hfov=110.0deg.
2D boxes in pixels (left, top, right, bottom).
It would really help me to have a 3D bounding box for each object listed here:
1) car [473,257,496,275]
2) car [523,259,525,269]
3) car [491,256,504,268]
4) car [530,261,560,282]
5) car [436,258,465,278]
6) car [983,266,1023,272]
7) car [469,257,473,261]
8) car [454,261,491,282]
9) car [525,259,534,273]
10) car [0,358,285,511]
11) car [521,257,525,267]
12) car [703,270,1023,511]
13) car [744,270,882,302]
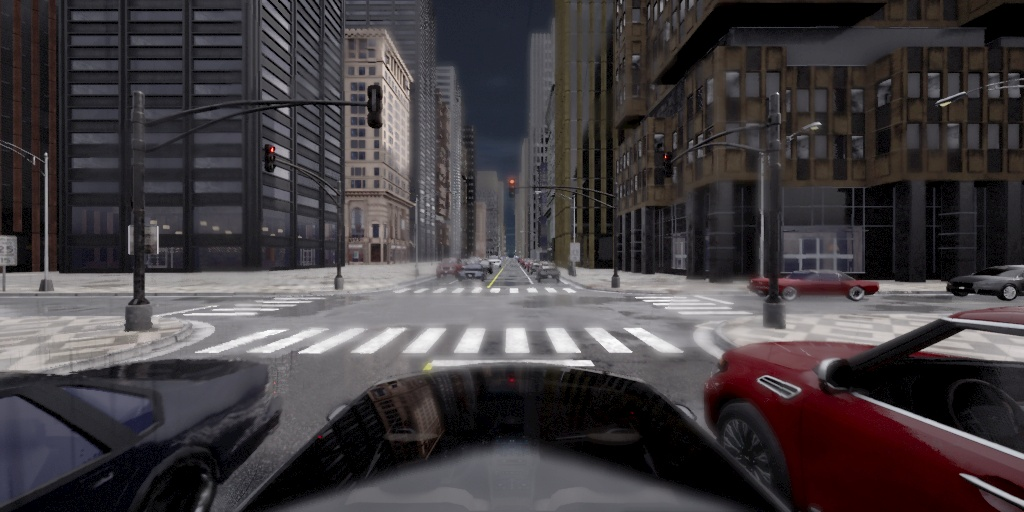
[{"bbox_3d":[-3.077,1.232,39.806,1.882,1.535,5.008,0,1,0],"label":"car"},{"bbox_3d":[2.785,1.300,45.097,1.888,1.381,4.507,0,0,0],"label":"car"},{"bbox_3d":[-2.982,0.988,61.395,2.150,2.045,5.566,0,0,0],"label":"car"},{"bbox_3d":[2.776,1.302,28.175,2.007,1.370,4.403,0,0,0],"label":"car"},{"bbox_3d":[-5.746,1.067,33.810,2.192,1.841,5.009,0,0,0],"label":"car"},{"bbox_3d":[22.961,1.197,16.388,4.892,1.490,1.837,0,0,0],"label":"car"},{"bbox_3d":[-5.743,1.193,39.452,1.967,1.591,4.097,0,0,0],"label":"car"},{"bbox_3d":[-3.083,1.315,28.812,1.994,1.385,4.181,0,0,1],"label":"car"},{"bbox_3d":[2.782,1.304,39.456,2.007,1.370,4.403,0,0,0],"label":"car"},{"bbox_3d":[-3.099,1.298,1.053,2.033,1.411,5.357,0,0,0],"label":"car"},{"bbox_3d":[2.790,1.199,56.378,1.967,1.591,4.097,0,0,0],"label":"car"},{"bbox_3d":[2.762,1.065,1.202,2.192,1.841,5.009,0,0,0],"label":"car"},{"bbox_3d":[13.527,1.314,16.346,4.718,1.301,1.895,0,0,0],"label":"car"}]
